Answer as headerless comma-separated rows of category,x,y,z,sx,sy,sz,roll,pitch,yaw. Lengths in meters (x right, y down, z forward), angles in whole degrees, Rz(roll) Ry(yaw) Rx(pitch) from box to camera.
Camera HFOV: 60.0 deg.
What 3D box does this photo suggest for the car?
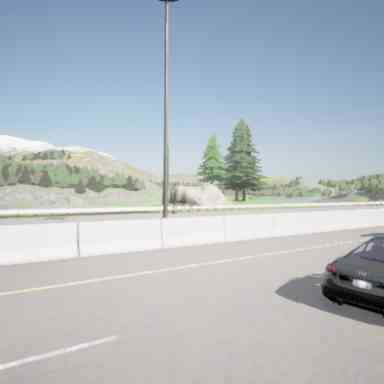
car,4.649,1.616,7.060,4.181,1.385,1.994,0,0,-35
